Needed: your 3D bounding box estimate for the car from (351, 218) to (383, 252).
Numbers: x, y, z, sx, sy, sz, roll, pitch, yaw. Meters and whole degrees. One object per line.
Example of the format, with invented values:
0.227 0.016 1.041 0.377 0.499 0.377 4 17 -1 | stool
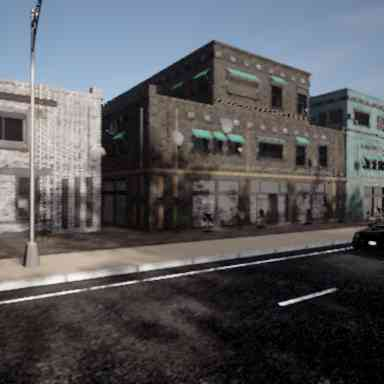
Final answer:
8.412 1.769 13.676 4.181 1.385 1.994 1 -1 -35 | car
